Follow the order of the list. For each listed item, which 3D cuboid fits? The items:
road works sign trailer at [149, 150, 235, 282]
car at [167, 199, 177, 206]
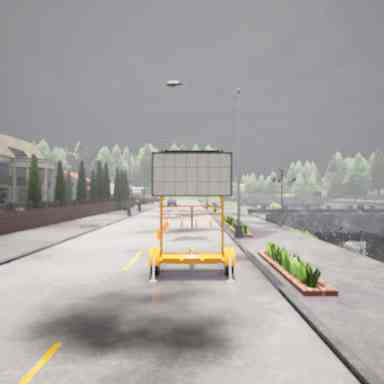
[{"bbox_3d":[-0.001,0.544,9.989,2.380,3.560,2.880,0,0,0],"label":"road works sign trailer"},{"bbox_3d":[-4.008,2.076,66.879,2.033,1.411,5.357,0,0,0],"label":"car"}]
